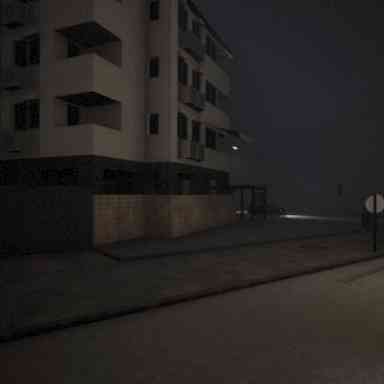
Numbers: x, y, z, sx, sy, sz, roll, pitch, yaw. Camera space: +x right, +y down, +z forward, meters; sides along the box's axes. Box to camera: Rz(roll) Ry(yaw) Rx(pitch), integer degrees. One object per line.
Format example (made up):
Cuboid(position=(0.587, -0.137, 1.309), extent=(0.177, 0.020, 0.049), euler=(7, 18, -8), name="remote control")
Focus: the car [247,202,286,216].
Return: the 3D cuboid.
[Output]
Cuboid(position=(7.688, 1.692, 34.646), extent=(1.994, 1.385, 4.181), euler=(0, 0, -35), name="car")
